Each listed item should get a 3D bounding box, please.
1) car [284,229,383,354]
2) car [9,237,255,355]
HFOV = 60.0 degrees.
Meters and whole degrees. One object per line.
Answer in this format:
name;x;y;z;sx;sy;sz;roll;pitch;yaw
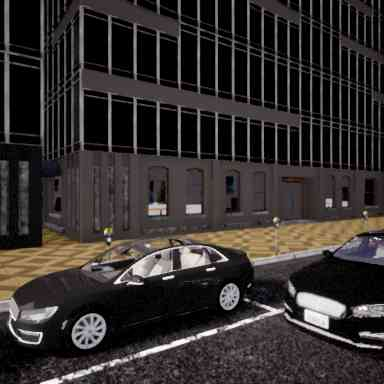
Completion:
car;3.717;1.490;6.029;4.902;1.511;2.128;0;0;-35
car;-0.796;1.550;5.992;4.403;1.369;2.008;0;0;-35
